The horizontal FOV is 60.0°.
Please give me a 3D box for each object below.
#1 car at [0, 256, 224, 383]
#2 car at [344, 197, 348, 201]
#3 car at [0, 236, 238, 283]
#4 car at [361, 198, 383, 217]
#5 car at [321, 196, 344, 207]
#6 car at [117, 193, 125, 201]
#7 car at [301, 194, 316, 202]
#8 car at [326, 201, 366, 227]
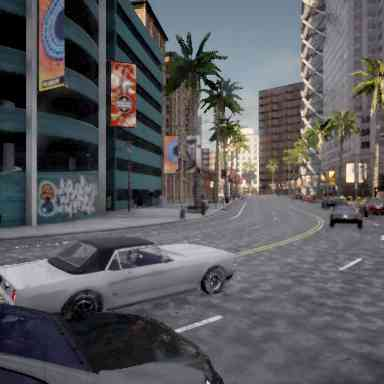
[{"bbox_3d":[-1.740,1.562,2.340,4.181,1.385,1.994,0,0,-34],"label":"car"},{"bbox_3d":[24.198,1.450,54.745,2.231,1.521,4.892,0,0,10],"label":"car"},{"bbox_3d":[-1.254,1.595,6.912,4.718,1.301,1.895,0,0,-39],"label":"car"},{"bbox_3d":[16.298,1.336,30.281,2.097,1.767,4.553,0,0,14],"label":"car"},{"bbox_3d":[19.895,1.573,47.799,1.895,1.301,4.718,0,0,10],"label":"car"},{"bbox_3d":[-11.485,0.980,53.602,2.435,2.045,5.566,0,0,10],"label":"car"},{"bbox_3d":[29.465,1.302,83.644,2.185,1.767,4.553,0,0,10],"label":"car"},{"bbox_3d":[10.677,1.551,23.238,1.994,1.385,4.181,0,0,23],"label":"car"}]
